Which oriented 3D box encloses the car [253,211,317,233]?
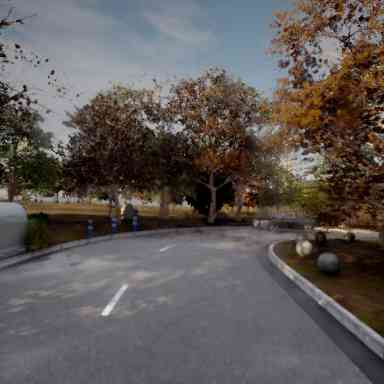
[{"bbox_3d":[6.942,2.213,24.935,4.902,1.511,2.128,3,-2,-17],"label":"car"}]
